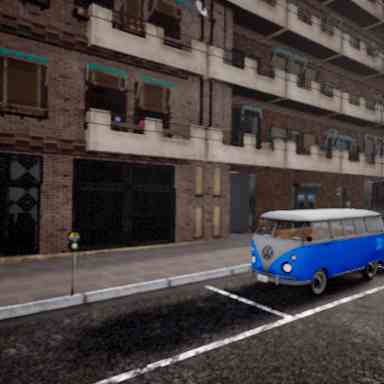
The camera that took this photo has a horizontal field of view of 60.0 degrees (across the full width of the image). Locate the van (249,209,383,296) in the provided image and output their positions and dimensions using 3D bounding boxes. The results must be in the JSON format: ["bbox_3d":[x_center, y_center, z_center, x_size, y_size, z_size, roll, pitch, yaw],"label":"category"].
[{"bbox_3d":[3.246,1.341,8.396,3.998,1.788,1.690,0,1,-36],"label":"van"}]
